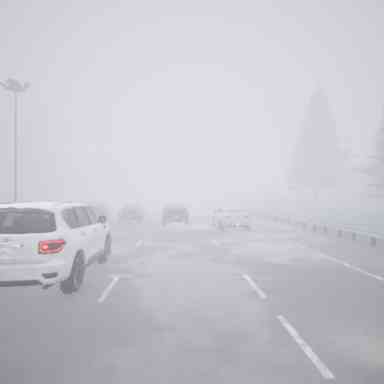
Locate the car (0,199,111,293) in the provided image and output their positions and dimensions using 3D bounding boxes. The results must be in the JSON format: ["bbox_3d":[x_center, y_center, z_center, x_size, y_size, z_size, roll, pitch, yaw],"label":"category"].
[{"bbox_3d":[-3.741,1.276,9.115,2.150,2.045,5.566,0,0,-3],"label":"car"}]

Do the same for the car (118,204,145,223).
[{"bbox_3d":[-4.935,1.688,27.526,1.812,1.442,4.674,0,0,-4],"label":"car"}]

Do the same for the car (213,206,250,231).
[{"bbox_3d":[2.488,1.651,21.571,1.812,1.442,4.674,0,0,-4],"label":"car"}]

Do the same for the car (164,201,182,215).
[{"bbox_3d":[-2.186,1.790,38.600,1.994,1.385,4.181,0,0,-4],"label":"car"}]

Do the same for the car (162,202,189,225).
[{"bbox_3d":[-1.294,1.628,25.616,1.882,1.535,5.008,0,-1,-4],"label":"car"}]

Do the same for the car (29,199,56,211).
[{"bbox_3d":[-20.345,1.778,45.495,1.837,1.490,4.892,0,-1,-3],"label":"car"}]

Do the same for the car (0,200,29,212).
[{"bbox_3d":[-23.795,1.833,44.563,1.994,1.385,4.181,0,0,-3],"label":"car"}]

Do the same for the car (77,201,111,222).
[{"bbox_3d":[-8.575,1.653,29.504,1.882,1.535,5.008,0,0,-4],"label":"car"}]
